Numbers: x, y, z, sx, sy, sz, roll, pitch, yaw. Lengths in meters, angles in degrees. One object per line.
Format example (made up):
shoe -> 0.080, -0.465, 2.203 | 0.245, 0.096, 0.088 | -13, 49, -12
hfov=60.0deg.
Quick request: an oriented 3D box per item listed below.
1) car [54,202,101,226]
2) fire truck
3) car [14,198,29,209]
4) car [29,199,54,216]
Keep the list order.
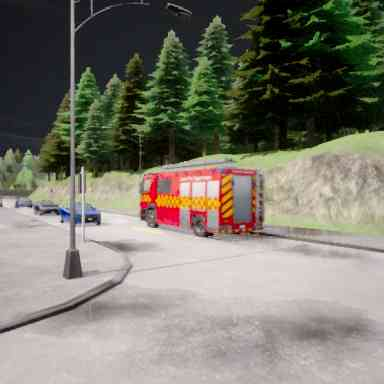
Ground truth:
car -> -7.975, 1.478, 23.478 | 1.882, 1.535, 5.008 | 0, 0, -34
fire truck -> 0.089, 0.342, 18.993 | 2.891, 3.827, 8.468 | 0, 0, -34
car -> -23.055, 1.525, 45.590 | 1.812, 1.442, 4.674 | 0, 0, -34
car -> -14.208, 1.547, 32.570 | 2.033, 1.411, 5.357 | 0, 0, -34
